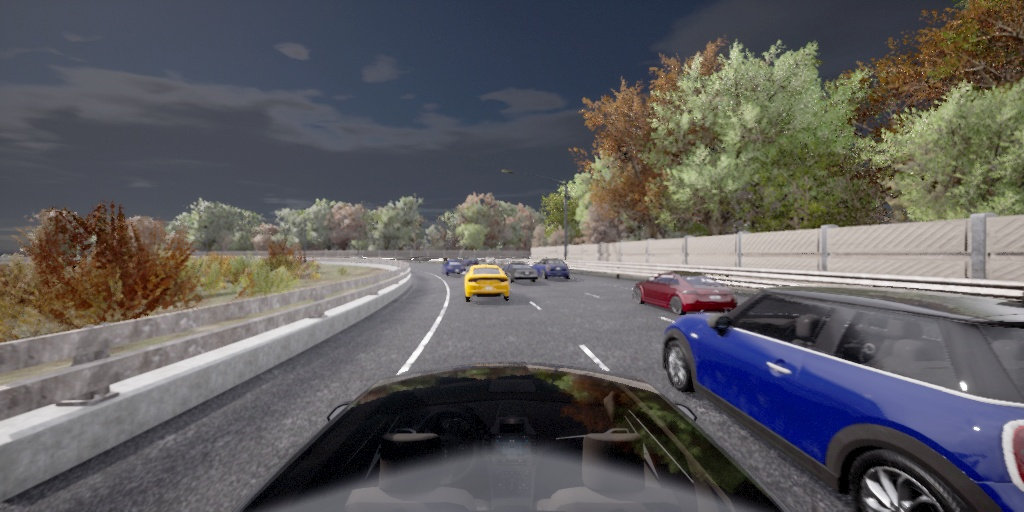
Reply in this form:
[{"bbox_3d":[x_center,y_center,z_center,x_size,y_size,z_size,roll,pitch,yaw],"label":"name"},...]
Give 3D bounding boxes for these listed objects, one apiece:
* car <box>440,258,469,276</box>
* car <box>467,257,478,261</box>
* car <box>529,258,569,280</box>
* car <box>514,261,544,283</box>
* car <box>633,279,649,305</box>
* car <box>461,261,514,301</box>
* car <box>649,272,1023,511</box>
[{"bbox_3d":[-5.715,1.158,34.814,1.812,1.442,4.674,0,0,-18],"label":"car"},{"bbox_3d":[-6.928,0.893,60.439,2.097,1.767,4.553,0,0,-16],"label":"car"},{"bbox_3d":[3.053,0.999,29.933,2.097,1.767,4.553,0,0,-14],"label":"car"},{"bbox_3d":[0.388,1.207,26.607,2.033,1.411,5.357,0,0,-14],"label":"car"},{"bbox_3d":[6.184,1.270,13.309,1.994,1.385,4.181,0,0,-6],"label":"car"},{"bbox_3d":[-1.324,1.172,17.163,1.882,1.535,5.008,0,0,-9],"label":"car"},{"bbox_3d":[3.443,1.093,3.842,2.097,1.767,4.553,0,0,0],"label":"car"}]
